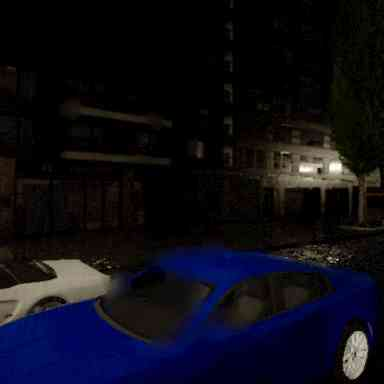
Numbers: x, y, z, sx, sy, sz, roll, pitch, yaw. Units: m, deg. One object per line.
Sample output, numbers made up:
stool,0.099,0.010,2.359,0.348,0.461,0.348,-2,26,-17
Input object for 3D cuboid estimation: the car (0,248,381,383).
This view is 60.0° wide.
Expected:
car,0.221,1.488,3.844,5.008,1.535,1.882,0,0,-35

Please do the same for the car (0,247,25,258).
car,-3.762,1.599,4.995,4.718,1.301,1.895,0,0,-35
